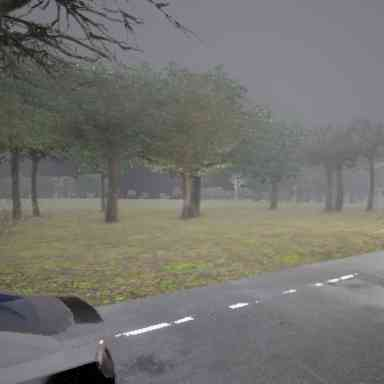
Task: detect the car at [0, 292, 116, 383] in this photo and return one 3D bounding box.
[{"bbox_3d":[-2.895,1.478,1.920,4.902,1.511,2.128,1,0,-35],"label":"car"}]
